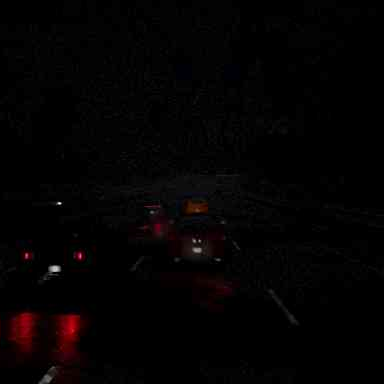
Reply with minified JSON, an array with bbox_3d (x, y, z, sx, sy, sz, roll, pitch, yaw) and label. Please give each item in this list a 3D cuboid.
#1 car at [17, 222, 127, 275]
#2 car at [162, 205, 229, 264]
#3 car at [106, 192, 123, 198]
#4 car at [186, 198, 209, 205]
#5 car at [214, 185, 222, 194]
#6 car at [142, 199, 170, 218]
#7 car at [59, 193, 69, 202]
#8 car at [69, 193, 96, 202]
[{"bbox_3d":[-3.337,1.586,10.366,1.895,1.301,4.718,0,0,1],"label":"car"},{"bbox_3d":[0.180,1.459,11.747,1.882,1.535,5.008,0,0,1],"label":"car"},{"bbox_3d":[-12.741,0.807,54.694,2.128,1.511,4.902,0,2,3],"label":"car"},{"bbox_3d":[0.520,1.298,30.034,1.882,1.535,5.008,0,1,1],"label":"car"},{"bbox_3d":[6.757,-0.247,86.370,1.837,1.490,4.892,0,3,4],"label":"car"},{"bbox_3d":[-3.026,1.334,28.286,2.128,1.511,4.902,0,1,1],"label":"car"},{"bbox_3d":[-19.757,0.871,54.390,2.033,1.411,5.357,0,1,3],"label":"car"},{"bbox_3d":[-16.428,0.954,51.014,2.033,1.411,5.357,0,1,3],"label":"car"}]
